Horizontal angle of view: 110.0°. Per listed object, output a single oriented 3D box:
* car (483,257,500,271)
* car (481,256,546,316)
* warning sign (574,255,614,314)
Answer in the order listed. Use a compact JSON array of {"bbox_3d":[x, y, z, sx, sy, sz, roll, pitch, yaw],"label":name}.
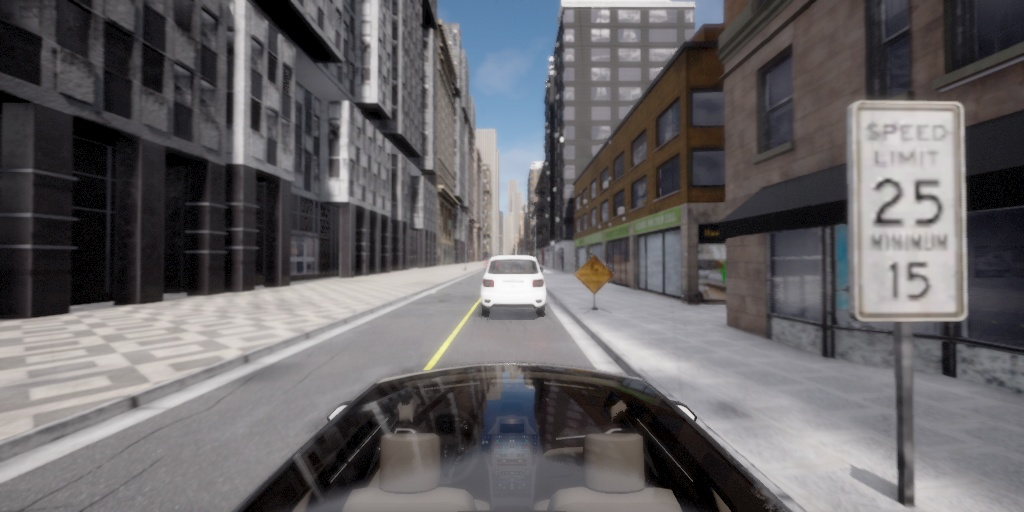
[{"bbox_3d":[-3.068,1.130,54.846,2.150,2.045,5.566,0,0,0],"label":"car"},{"bbox_3d":[0.063,1.013,13.767,2.150,2.045,5.566,0,0,1],"label":"car"},{"bbox_3d":[2.717,0.899,11.799,1.300,1.860,1.060,0,0,0],"label":"warning sign"}]
